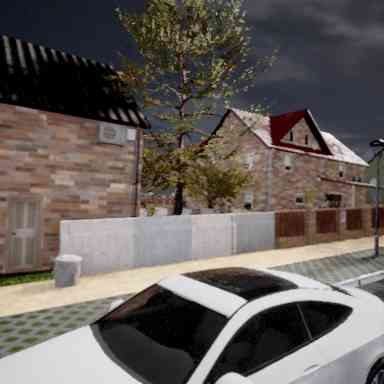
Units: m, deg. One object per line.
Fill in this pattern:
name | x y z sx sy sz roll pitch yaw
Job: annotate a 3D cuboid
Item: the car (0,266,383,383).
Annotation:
car | 0.192 1.536 3.081 4.674 1.442 1.812 0 0 -35
